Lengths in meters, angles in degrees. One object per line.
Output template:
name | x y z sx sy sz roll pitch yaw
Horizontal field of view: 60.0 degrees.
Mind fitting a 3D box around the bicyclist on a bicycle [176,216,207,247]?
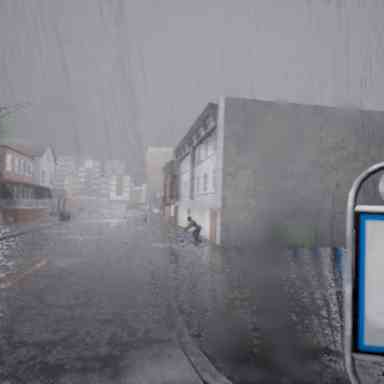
bicyclist on a bicycle | -0.012 2.123 17.567 1.656 1.620 0.582 2 -2 -10
